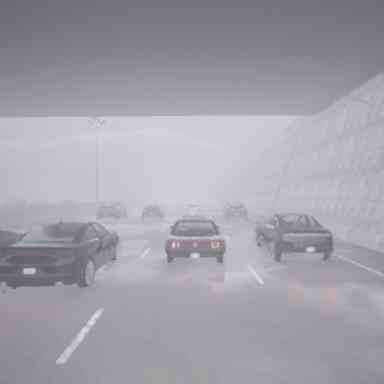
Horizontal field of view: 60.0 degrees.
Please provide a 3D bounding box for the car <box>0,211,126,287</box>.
[{"bbox_3d":[-3.398,1.518,9.438,1.882,1.535,5.008,0,0,0],"label":"car"}]

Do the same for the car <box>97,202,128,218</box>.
[{"bbox_3d":[-6.878,1.613,28.955,2.128,1.511,4.902,0,0,0],"label":"car"}]

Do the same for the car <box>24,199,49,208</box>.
[{"bbox_3d":[-21.031,1.758,46.289,1.994,1.385,4.181,0,0,0],"label":"car"}]

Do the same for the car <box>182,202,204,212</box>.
[{"bbox_3d":[0.109,1.651,29.993,1.812,1.442,4.674,0,0,0],"label":"car"}]

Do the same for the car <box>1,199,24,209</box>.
[{"bbox_3d":[-24.528,1.701,46.406,1.837,1.490,4.892,0,-1,0],"label":"car"}]

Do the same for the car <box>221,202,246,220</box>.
[{"bbox_3d":[3.622,1.612,28.955,2.128,1.511,4.902,0,0,0],"label":"car"}]

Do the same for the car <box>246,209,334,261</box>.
[{"bbox_3d":[3.604,1.544,12.531,2.128,1.511,4.902,0,0,0],"label":"car"}]

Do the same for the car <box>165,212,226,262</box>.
[{"bbox_3d":[0.103,1.653,12.350,1.895,1.301,4.718,0,0,0],"label":"car"}]

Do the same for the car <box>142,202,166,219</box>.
[{"bbox_3d":[-3.391,1.651,29.999,1.812,1.442,4.674,0,0,0],"label":"car"}]

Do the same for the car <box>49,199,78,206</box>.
[{"bbox_3d":[-17.532,1.742,46.538,2.033,1.411,5.357,0,0,0],"label":"car"}]
